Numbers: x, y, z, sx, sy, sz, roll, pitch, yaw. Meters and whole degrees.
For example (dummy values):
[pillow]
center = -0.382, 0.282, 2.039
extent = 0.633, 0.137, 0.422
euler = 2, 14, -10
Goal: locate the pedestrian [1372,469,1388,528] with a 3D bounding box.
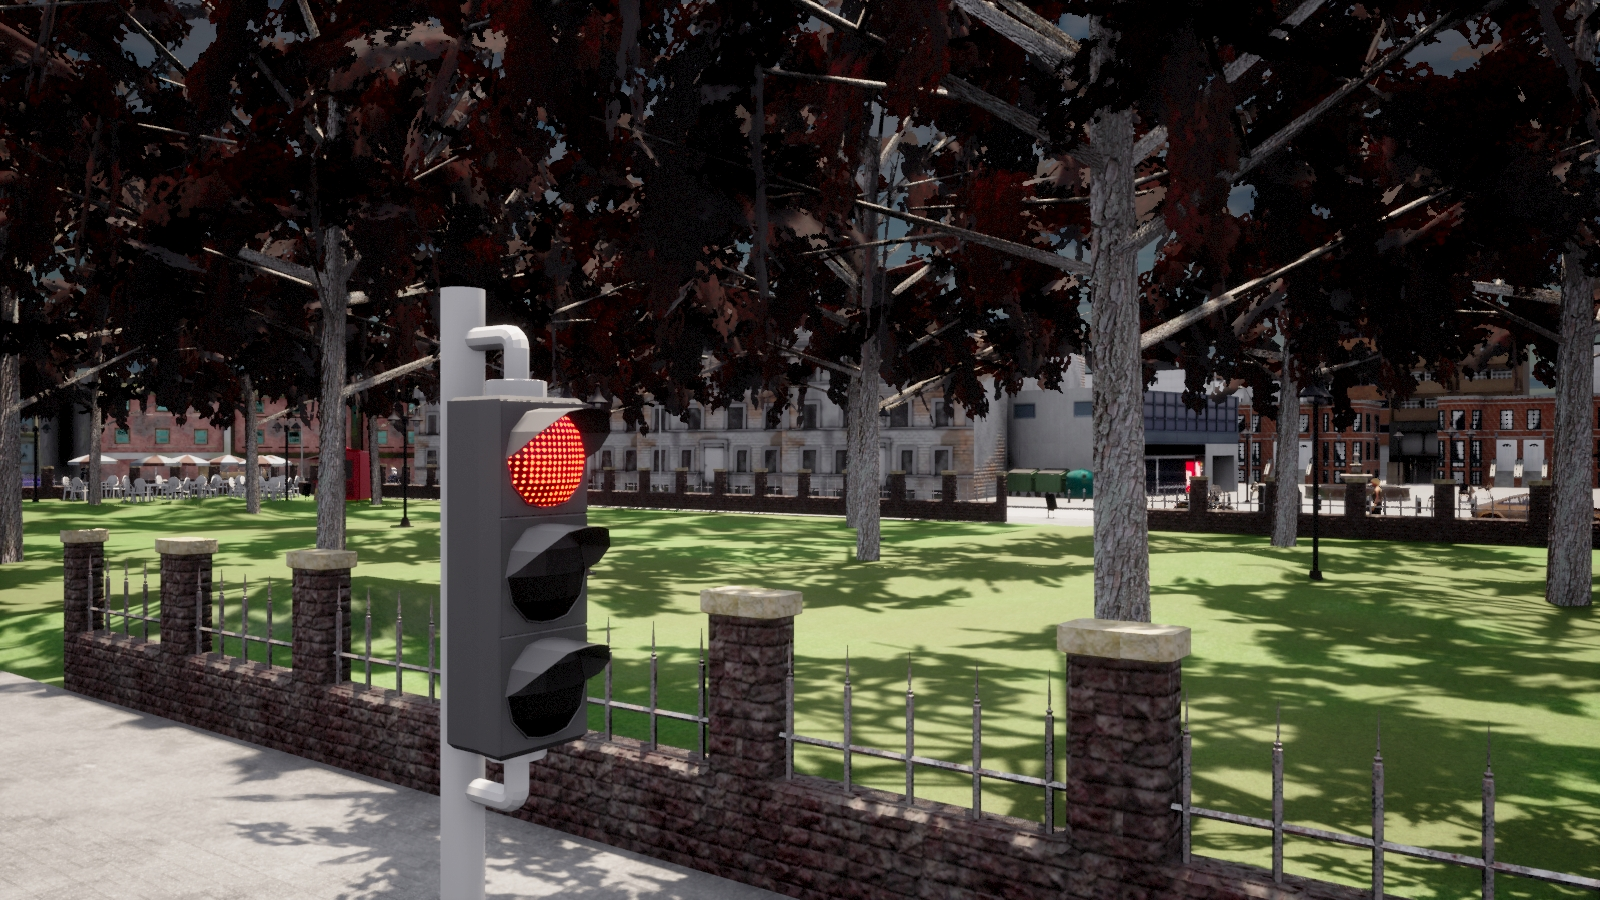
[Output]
[pedestrian]
center = 18.339, 1.523, 36.132
extent = 0.375, 1.860, 0.375
euler = 0, 0, 36

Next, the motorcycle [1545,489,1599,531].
[motorcycle]
center = 25.489, 1.950, 36.881
extent = 2.356, 1.277, 0.764
euler = 0, 0, 36

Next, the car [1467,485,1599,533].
[car]
center = 24.491, 1.899, 37.604
extent = 4.181, 1.385, 1.994
euler = 0, 0, 37
